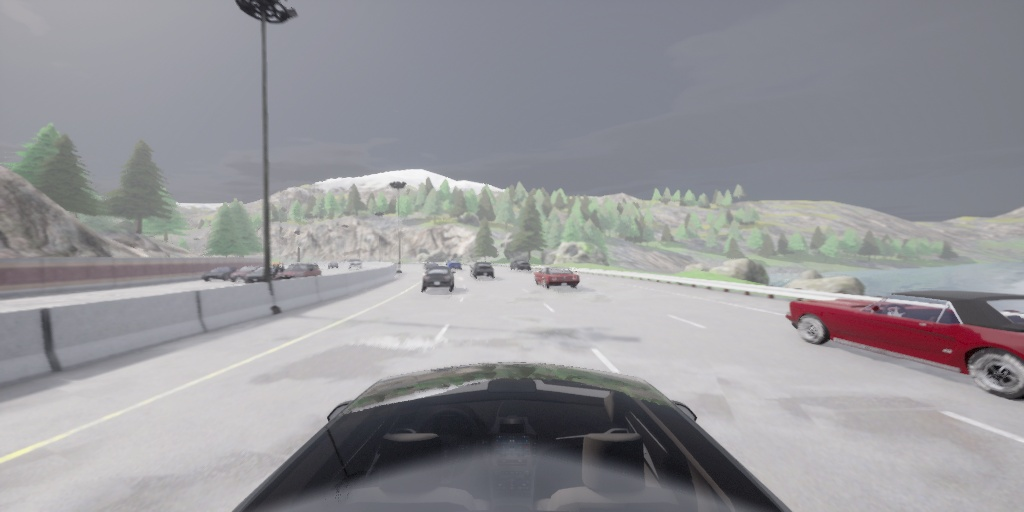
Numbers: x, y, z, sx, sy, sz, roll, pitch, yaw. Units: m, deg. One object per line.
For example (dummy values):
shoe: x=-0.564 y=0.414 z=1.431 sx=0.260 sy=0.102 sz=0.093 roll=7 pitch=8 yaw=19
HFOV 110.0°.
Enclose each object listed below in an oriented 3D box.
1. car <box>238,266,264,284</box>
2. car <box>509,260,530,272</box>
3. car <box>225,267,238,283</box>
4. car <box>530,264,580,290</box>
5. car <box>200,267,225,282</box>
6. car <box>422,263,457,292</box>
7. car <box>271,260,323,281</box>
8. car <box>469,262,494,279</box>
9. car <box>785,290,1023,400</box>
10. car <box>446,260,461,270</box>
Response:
car: x=-20.355 y=1.570 z=30.136 sx=1.882 sy=1.535 sz=5.008 roll=-1 pitch=0 yaw=-12
car: x=1.013 y=1.254 z=47.389 sx=1.837 sy=1.490 sz=4.892 roll=1 pitch=0 yaw=-17
car: x=-24.807 y=1.692 z=34.156 sx=1.812 sy=1.442 sz=4.674 roll=-1 pitch=0 yaw=-13
car: x=2.654 y=1.315 z=22.494 sx=1.895 sy=1.301 sz=4.718 roll=-1 pitch=0 yaw=-8
car: x=-28.857 y=1.780 z=36.142 sx=2.033 sy=1.411 sz=5.357 roll=-1 pitch=0 yaw=-14
car: x=-4.535 y=1.357 z=22.343 sx=1.812 sy=1.442 sz=4.674 roll=0 pitch=0 yaw=-8
car: x=-16.348 y=1.377 z=27.665 sx=2.097 sy=1.767 sz=4.553 roll=-1 pitch=0 yaw=-10
car: x=-2.861 y=1.313 z=33.696 sx=1.837 sy=1.490 sz=4.892 roll=0 pitch=0 yaw=-12
car: x=7.327 y=1.233 z=6.168 sx=1.895 sy=1.301 sz=4.718 roll=-1 pitch=0 yaw=-2
car: x=-9.357 y=1.399 z=56.724 sx=1.882 sy=1.535 sz=5.008 roll=0 pitch=0 yaw=-21
